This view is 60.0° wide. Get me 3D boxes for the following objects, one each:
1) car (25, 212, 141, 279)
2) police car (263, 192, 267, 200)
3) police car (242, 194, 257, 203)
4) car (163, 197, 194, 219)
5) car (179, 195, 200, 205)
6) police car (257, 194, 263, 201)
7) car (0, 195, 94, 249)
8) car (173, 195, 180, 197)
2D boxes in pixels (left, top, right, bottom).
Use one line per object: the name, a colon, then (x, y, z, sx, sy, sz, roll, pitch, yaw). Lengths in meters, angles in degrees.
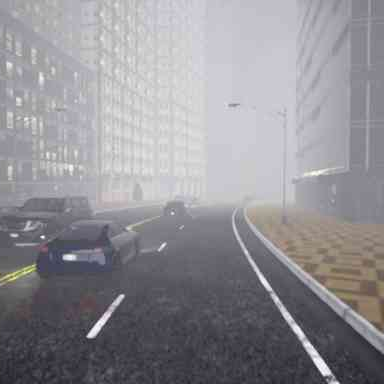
car: (-2.837, 1.529, 9.957, 1.994, 1.385, 4.181, 0, 0, 2)
police car: (16.776, 1.306, 82.964, 1.930, 1.638, 5.238, 1, 0, 21)
police car: (11.590, 1.311, 68.248, 1.930, 1.638, 5.238, 1, 0, 17)
car: (-1.240, 1.422, 28.514, 1.837, 1.490, 4.892, 0, 0, 7)
car: (-0.025, 1.337, 54.328, 2.128, 1.511, 4.902, 0, 0, 14)
police car: (14.715, 1.307, 77.487, 1.930, 1.638, 5.238, 1, 0, 20)
car: (-6.063, 1.164, 14.444, 2.150, 2.045, 5.566, 0, 0, 4)
car: (-2.468, 1.321, 57.946, 1.837, 1.490, 4.892, 0, 1, 14)
